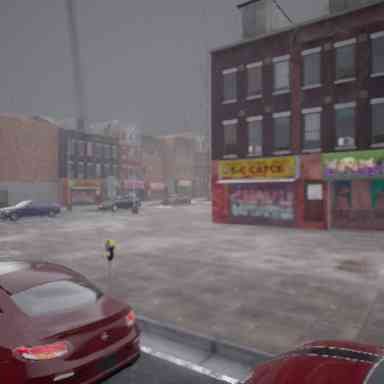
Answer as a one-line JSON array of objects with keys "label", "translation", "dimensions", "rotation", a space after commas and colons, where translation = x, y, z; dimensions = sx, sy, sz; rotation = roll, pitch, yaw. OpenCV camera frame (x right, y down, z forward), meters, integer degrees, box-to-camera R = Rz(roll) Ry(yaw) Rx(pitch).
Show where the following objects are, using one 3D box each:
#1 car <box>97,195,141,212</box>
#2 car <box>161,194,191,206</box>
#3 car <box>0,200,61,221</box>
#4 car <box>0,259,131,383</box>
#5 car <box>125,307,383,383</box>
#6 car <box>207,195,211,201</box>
[{"label": "car", "translation": [-7.238, 1.098, 33.437], "dimensions": [1.837, 1.490, 4.892], "rotation": [0, 1, 35]}, {"label": "car", "translation": [-1.917, 0.928, 40.917], "dimensions": [1.994, 1.385, 4.181], "rotation": [0, 1, 36]}, {"label": "car", "translation": [-12.578, 1.358, 25.910], "dimensions": [1.812, 1.442, 4.674], "rotation": [0, 1, 37]}, {"label": "car", "translation": [-2.561, 1.629, 4.630], "dimensions": [4.206, 1.307, 1.802], "rotation": [-1, 0, 35]}, {"label": "car", "translation": [1.889, 1.433, 1.457], "dimensions": [4.097, 1.590, 1.967], "rotation": [-1, 0, 35]}, {"label": "car", "translation": [3.943, 0.689, 49.121], "dimensions": [1.994, 1.385, 4.181], "rotation": [0, 1, 36]}]
